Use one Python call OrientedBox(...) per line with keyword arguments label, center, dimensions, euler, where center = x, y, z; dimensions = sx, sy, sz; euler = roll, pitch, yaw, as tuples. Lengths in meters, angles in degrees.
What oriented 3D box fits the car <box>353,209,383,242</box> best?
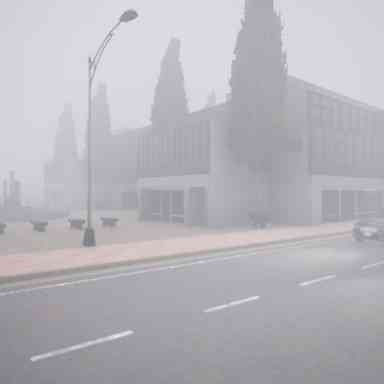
OrientedBox(label="car", center=(9.366, 1.521, 15.399), dimensions=(4.902, 1.511, 2.128), euler=(0, 0, -36))
